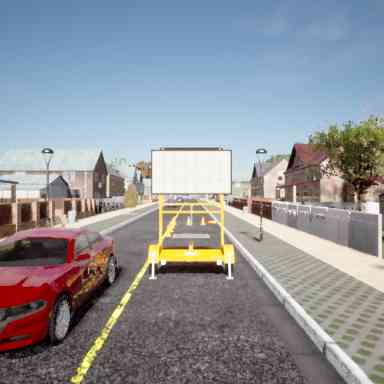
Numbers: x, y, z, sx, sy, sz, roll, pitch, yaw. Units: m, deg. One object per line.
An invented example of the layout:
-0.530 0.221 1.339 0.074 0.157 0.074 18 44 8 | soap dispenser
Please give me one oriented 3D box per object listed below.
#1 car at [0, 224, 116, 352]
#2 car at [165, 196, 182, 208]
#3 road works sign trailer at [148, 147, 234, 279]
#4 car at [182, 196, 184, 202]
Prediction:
-2.867 1.482 6.600 1.882 1.535 5.008 0 0 0 | car
-2.985 1.653 49.920 2.033 1.411 5.357 0 0 0 | car
-0.015 0.471 10.023 2.380 3.560 2.880 0 0 0 | road works sign trailer
-2.984 1.790 84.967 2.128 1.511 4.902 0 0 0 | car
